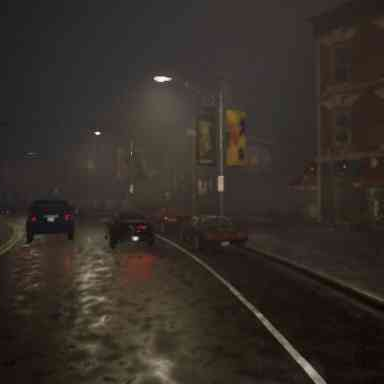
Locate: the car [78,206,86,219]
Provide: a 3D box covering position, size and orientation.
[{"bbox_3d":[-11.946,1.824,31.840,2.033,1.411,5.357,0,0,-39],"label":"car"}]

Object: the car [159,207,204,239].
[{"bbox_3d":[-1.342,1.651,20.079,2.002,1.452,4.674,0,0,-24],"label":"car"}]

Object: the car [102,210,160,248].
[{"bbox_3d":[-3.031,1.621,15.600,1.837,1.490,4.892,0,0,-18],"label":"car"}]

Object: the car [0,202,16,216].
[{"bbox_3d":[-20.701,1.870,36.336,1.837,1.490,4.892,0,-1,-43],"label":"car"}]

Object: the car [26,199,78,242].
[{"bbox_3d":[-7.564,1.383,17.820,2.150,2.045,5.566,0,0,-23],"label":"car"}]
